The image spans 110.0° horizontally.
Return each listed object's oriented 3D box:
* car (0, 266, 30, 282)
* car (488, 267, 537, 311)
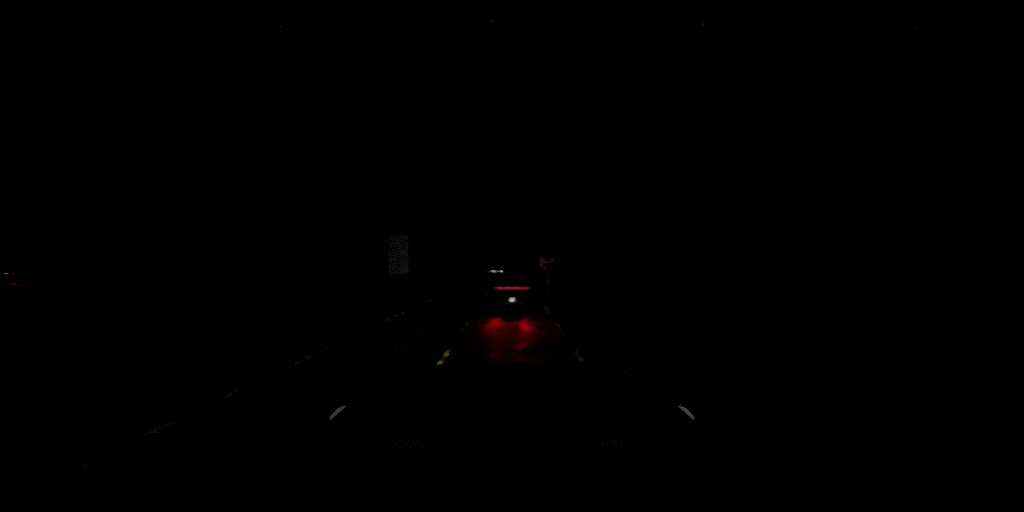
[{"bbox_3d":[-44.364,1.568,30.657,4.674,1.442,1.812,0,-2,-4],"label":"car"},{"bbox_3d":[0.024,1.393,15.324,2.128,1.511,4.902,0,-1,1],"label":"car"}]
